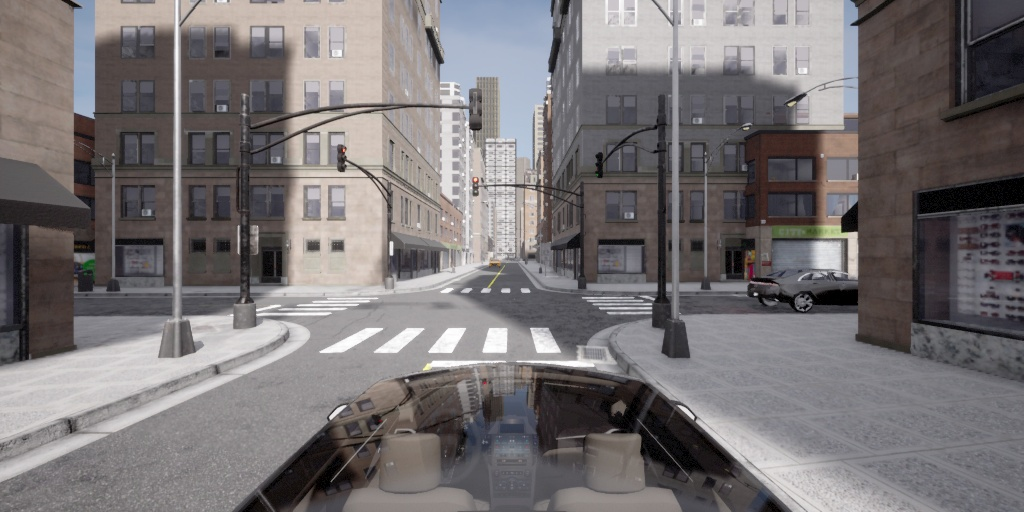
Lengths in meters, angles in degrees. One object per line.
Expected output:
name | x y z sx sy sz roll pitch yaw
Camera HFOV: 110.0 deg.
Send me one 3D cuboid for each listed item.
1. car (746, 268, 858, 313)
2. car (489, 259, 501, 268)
car | 11.431 1.209 13.251 4.902 1.511 2.128 0 0 0
car | -2.978 1.208 62.939 1.882 1.535 5.008 0 0 0
